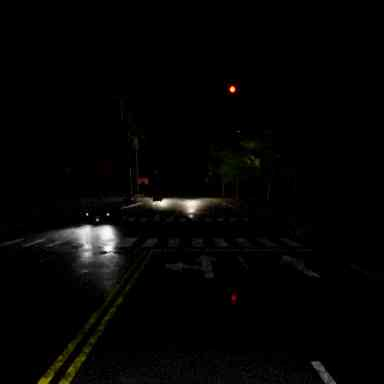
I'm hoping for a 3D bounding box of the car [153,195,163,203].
[{"bbox_3d":[-7.121,1.403,68.776,1.812,1.442,4.674,0,0,-3],"label":"car"}]

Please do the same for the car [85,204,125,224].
[{"bbox_3d":[-6.421,1.592,24.897,1.895,1.301,4.718,0,0,1],"label":"car"}]
